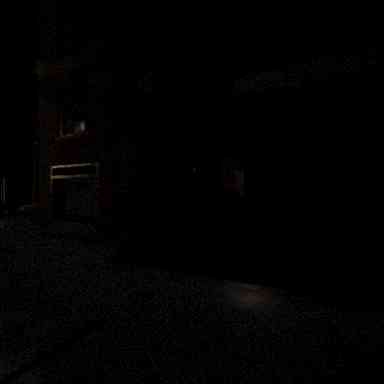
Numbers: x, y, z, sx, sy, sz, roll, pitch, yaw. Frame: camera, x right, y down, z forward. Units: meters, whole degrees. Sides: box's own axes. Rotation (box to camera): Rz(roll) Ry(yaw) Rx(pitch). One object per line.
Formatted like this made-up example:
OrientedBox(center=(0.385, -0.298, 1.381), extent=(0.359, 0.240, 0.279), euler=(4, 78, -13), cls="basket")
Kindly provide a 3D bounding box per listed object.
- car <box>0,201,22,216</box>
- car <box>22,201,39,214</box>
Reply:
OrientedBox(center=(-16.288, 1.245, 26.095), extent=(1.887, 1.381, 4.507), euler=(1, 1, 36), cls="car")
OrientedBox(center=(-13.167, 1.175, 30.405), extent=(1.752, 1.417, 4.829), euler=(1, 1, 36), cls="car")
